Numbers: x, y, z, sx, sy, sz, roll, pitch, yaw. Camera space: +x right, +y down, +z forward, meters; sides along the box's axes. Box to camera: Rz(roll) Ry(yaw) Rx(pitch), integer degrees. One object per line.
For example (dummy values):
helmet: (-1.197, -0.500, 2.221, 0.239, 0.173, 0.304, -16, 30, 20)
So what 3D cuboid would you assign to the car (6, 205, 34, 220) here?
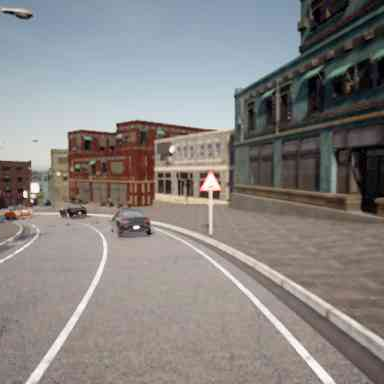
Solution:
car: (-20.686, 2.396, 39.905, 2.097, 1.767, 4.553, -4, 1, -44)

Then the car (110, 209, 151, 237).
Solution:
car: (-3.611, 1.691, 19.237, 1.812, 1.442, 4.674, -1, -1, -19)

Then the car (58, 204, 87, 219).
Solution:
car: (-13.335, 2.111, 36.994, 1.882, 1.535, 5.008, -3, 0, -38)
